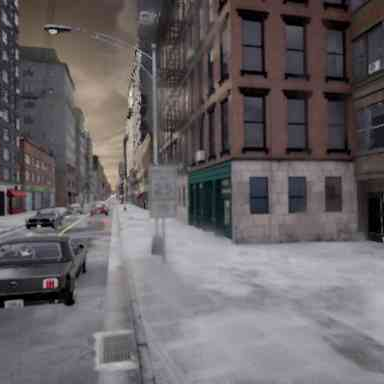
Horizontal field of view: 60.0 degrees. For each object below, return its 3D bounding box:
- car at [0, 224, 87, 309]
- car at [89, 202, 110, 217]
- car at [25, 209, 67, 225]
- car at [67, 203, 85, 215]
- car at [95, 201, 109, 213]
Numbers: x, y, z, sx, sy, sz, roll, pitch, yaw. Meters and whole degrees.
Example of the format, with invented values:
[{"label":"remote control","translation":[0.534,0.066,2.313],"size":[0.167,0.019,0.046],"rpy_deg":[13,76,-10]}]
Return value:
[{"label":"car","translation":[-3.604,1.696,7.970],"size":[1.895,1.301,4.718],"rpy_deg":[-1,0,-13]},{"label":"car","translation":[-10.527,1.991,37.844],"size":[1.812,1.442,4.674],"rpy_deg":[-1,-1,-13]},{"label":"car","translation":[-10.503,1.943,23.905],"size":[1.895,1.301,4.718],"rpy_deg":[-1,0,-13]},{"label":"car","translation":[-14.520,2.139,41.536],"size":[1.812,1.442,4.674],"rpy_deg":[-1,-1,-13]},{"label":"car","translation":[-12.905,2.136,47.848],"size":[1.812,1.442,4.674],"rpy_deg":[-1,-1,-13]}]
